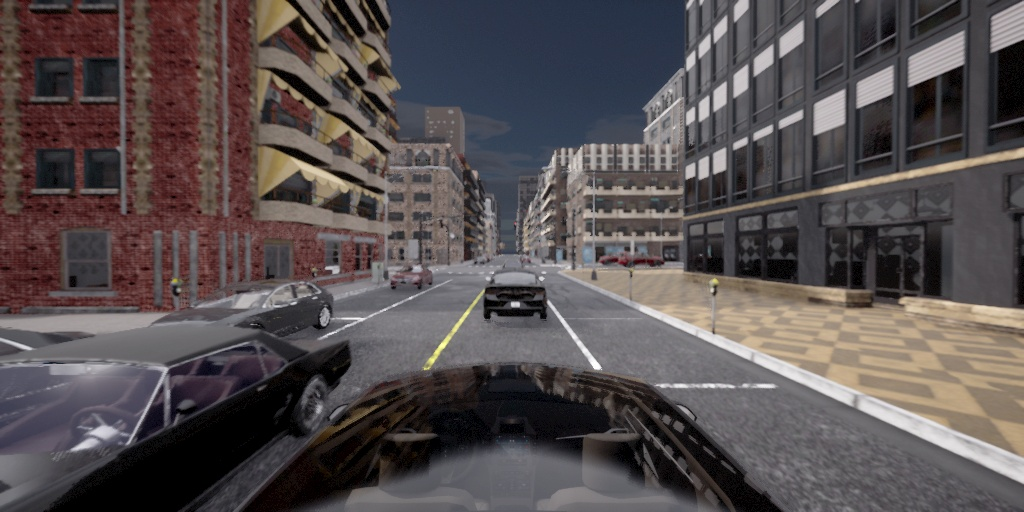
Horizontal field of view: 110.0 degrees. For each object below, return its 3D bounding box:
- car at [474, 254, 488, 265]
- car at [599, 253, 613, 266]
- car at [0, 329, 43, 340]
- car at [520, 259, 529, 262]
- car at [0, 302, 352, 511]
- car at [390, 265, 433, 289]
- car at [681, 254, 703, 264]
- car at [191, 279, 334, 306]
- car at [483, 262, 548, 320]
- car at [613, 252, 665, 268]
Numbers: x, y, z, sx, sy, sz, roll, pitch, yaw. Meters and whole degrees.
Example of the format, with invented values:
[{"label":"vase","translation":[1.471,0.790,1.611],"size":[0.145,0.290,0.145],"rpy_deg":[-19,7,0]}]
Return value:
[{"label":"car","translation":[-5.707,0.790,63.055],"size":[1.948,1.339,4.313],"rpy_deg":[0,0,0]},{"label":"car","translation":[14.562,0.344,49.394],"size":[5.009,1.841,2.192],"rpy_deg":[0,0,0]},{"label":"car","translation":[-5.692,1.294,2.469],"size":[2.007,1.370,4.403],"rpy_deg":[0,0,0]},{"label":"car","translation":[0.092,1.114,28.583],"size":[1.895,1.301,4.718],"rpy_deg":[0,0,0]},{"label":"car","translation":[-3.102,1.342,2.646],"size":[1.895,1.301,4.718],"rpy_deg":[0,1,0]},{"label":"car","translation":[-5.746,1.161,21.033],"size":[1.802,1.307,4.207],"rpy_deg":[0,0,0]},{"label":"car","translation":[25.654,0.404,49.492],"size":[4.207,1.307,1.802],"rpy_deg":[0,0,0]},{"label":"car","translation":[-5.692,1.243,8.117],"size":[2.007,1.370,4.403],"rpy_deg":[0,0,0]},{"label":"car","translation":[0.095,1.135,12.152],"size":[1.882,1.535,5.008],"rpy_deg":[0,1,0]},{"label":"car","translation":[14.699,0.432,41.015],"size":[5.009,1.841,2.192],"rpy_deg":[0,0,0]}]
